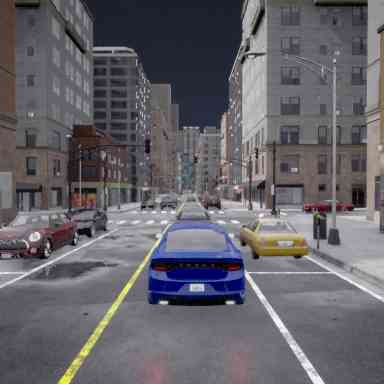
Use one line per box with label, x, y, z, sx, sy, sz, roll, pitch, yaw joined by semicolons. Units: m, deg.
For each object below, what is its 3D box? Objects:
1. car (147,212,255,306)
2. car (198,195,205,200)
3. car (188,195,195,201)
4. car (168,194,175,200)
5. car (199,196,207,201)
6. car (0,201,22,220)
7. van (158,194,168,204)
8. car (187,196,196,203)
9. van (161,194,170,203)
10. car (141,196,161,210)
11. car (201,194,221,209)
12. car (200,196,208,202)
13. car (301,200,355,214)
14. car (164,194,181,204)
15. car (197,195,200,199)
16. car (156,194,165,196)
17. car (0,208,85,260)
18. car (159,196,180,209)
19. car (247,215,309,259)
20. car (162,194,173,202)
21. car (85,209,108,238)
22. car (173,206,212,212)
car;0.084;1.478;8.135;1.882;1.535;5.008;0;0;0
car;2.711;1.623;94.871;2.008;1.369;4.403;-1;0;0
car;-0.134;1.537;84.480;1.895;1.301;4.718;0;0;0
car;-5.828;1.513;94.857;1.967;1.590;4.097;-1;0;0
car;2.726;1.633;83.699;1.947;1.339;4.313;-1;0;0
car;-18.074;1.664;29.494;5.008;1.535;1.882;-1;1;-1
van;-5.785;1.398;66.929;1.690;1.788;3.998;-1;0;0
car;-0.117;1.579;74.028;2.128;1.511;4.902;0;0;0
van;-5.794;1.402;72.515;1.690;1.788;3.998;-1;0;0
car;-5.748;1.601;44.585;1.947;1.339;4.313;-1;0;0
car;2.775;1.350;44.598;2.192;1.841;5.009;-1;0;0
car;2.733;1.590;78.284;1.752;1.417;4.829;-1;0;0
car;13.307;1.458;32.857;4.718;1.301;1.895;-1;1;-1
car;-3.175;1.552;55.229;1.837;1.490;4.892;0;0;0
car;2.745;1.372;66.942;2.192;1.841;5.009;-1;0;0
car;-5.765;1.572;55.587;1.752;1.417;4.829;-1;0;0
car;-5.697;1.442;12.215;1.967;1.590;4.097;-1;0;0
car;-3.167;1.584;45.331;2.033;1.411;5.357;0;0;0
car;2.828;1.527;12.400;1.752;1.417;4.829;-1;0;0
car;-5.803;1.379;78.101;2.192;1.841;5.009;-1;0;0
car;-5.705;1.571;17.712;1.947;1.339;4.313;-1;0;0
car;0.073;1.605;17.498;1.895;1.301;4.718;0;0;0
